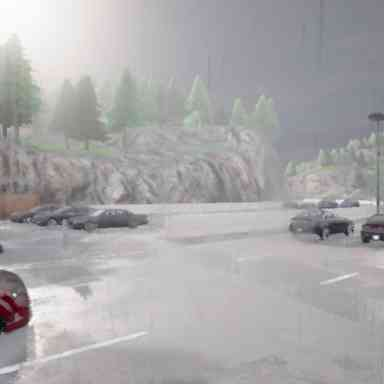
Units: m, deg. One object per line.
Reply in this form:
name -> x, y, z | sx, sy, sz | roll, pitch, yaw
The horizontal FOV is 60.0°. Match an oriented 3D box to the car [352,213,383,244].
car -> 10.099, 1.801, 16.566 | 4.892, 1.490, 1.837 | 0, 0, -41

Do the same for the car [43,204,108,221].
car -> -10.797, 1.874, 31.118 | 5.357, 1.411, 2.033 | 1, -1, -39

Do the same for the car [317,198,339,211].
car -> 23.320, 2.146, 56.898 | 2.150, 2.045, 5.566 | 0, -1, 37

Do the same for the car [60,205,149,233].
car -> -5.464, 1.794, 21.907 | 5.357, 1.411, 2.033 | 1, -1, -39

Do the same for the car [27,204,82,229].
car -> -8.745, 1.753, 23.823 | 4.892, 1.490, 1.837 | 2, -1, -38

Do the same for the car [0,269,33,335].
car -> -4.638, 1.592, 4.809 | 4.181, 1.385, 1.994 | 1, -1, -36

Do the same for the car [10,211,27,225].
car -> -11.483, 1.762, 26.117 | 4.892, 1.490, 1.837 | 2, -1, -38

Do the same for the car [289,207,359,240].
car -> 7.413, 1.795, 18.852 | 4.902, 1.511, 2.128 | 1, -1, -41
